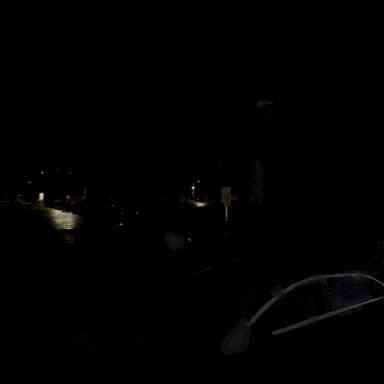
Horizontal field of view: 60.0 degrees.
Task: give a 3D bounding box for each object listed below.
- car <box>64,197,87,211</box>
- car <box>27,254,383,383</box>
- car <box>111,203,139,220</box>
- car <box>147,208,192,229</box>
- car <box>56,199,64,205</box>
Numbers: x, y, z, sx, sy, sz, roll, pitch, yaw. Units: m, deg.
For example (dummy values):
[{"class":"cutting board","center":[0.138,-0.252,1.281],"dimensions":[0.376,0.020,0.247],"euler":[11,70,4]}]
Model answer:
[{"class":"car","center":[-18.571,1.907,53.460],"dimensions":[2.150,2.045,5.566],"euler":[0,-1,-30]},{"class":"car","center":[0.787,1.570,3.878],"dimensions":[4.902,1.511,2.128],"euler":[0,-1,-30]},{"class":"car","center":[-6.908,1.923,33.352],"dimensions":[1.837,1.490,4.892],"euler":[0,1,-30]},{"class":"car","center":[-1.716,1.872,24.483],"dimensions":[1.994,1.385,4.181],"euler":[0,-1,-30]},{"class":"car","center":[-33.120,2.455,83.787],"dimensions":[1.994,1.385,4.181],"euler":[0,0,-30]}]
